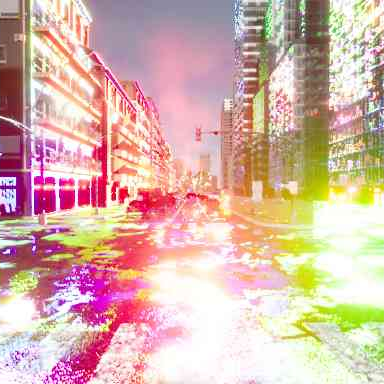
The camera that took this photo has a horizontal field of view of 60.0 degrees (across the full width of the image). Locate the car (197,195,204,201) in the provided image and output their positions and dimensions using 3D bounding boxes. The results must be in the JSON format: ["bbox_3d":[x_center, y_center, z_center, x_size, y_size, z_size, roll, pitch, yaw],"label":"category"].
[{"bbox_3d":[2.386,1.596,92.112,1.752,1.417,4.829,-1,0,0],"label":"car"}]

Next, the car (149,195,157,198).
[{"bbox_3d":[-5.818,1.463,41.020,1.967,1.590,4.097,-1,0,0],"label":"car"}]

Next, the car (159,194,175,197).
[{"bbox_3d":[-3.226,1.521,49.205,2.128,1.511,4.902,0,0,0],"label":"car"}]

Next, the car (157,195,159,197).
[{"bbox_3d":[-5.851,1.347,52.319,2.192,1.841,5.009,-1,0,0],"label":"car"}]

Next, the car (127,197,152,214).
[{"bbox_3d":[-5.800,1.564,35.371,1.887,1.381,4.507,-1,0,0],"label":"car"}]

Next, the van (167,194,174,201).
[{"bbox_3d":[-5.963,1.412,91.859,1.690,1.788,3.998,-1,0,0],"label":"van"}]

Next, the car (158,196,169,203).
[{"bbox_3d":[-5.896,1.630,69.265,1.802,1.307,4.206,-1,0,0],"label":"car"}]

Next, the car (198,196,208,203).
[{"bbox_3d":[2.435,1.598,74.995,1.887,1.381,4.507,-1,0,0],"label":"car"}]

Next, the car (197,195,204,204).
[{"bbox_3d":[2.467,1.594,63.697,2.008,1.369,4.403,-1,0,0],"label":"car"}]

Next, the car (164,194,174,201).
[{"bbox_3d":[-5.947,1.380,86.212,2.192,1.841,5.009,-1,0,0],"label":"car"}]

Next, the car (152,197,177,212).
[{"bbox_3d":[-3.199,1.586,39.083,1.994,1.385,4.181,0,0,0],"label":"car"}]

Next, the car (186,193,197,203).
[{"bbox_3d":[-0.097,1.270,69.865,2.150,2.045,5.566,0,0,0],"label":"car"}]

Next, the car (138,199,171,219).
[{"bbox_3d":[-3.181,1.579,29.157,1.994,1.385,4.181,0,0,0],"label":"car"}]

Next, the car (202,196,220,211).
[{"bbox_3d":[2.530,1.568,41.101,1.887,1.381,4.507,-1,0,0],"label":"car"}]

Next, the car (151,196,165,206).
[{"bbox_3d":[-5.866,1.478,57.966,1.967,1.590,4.097,-1,0,0],"label":"car"}]
